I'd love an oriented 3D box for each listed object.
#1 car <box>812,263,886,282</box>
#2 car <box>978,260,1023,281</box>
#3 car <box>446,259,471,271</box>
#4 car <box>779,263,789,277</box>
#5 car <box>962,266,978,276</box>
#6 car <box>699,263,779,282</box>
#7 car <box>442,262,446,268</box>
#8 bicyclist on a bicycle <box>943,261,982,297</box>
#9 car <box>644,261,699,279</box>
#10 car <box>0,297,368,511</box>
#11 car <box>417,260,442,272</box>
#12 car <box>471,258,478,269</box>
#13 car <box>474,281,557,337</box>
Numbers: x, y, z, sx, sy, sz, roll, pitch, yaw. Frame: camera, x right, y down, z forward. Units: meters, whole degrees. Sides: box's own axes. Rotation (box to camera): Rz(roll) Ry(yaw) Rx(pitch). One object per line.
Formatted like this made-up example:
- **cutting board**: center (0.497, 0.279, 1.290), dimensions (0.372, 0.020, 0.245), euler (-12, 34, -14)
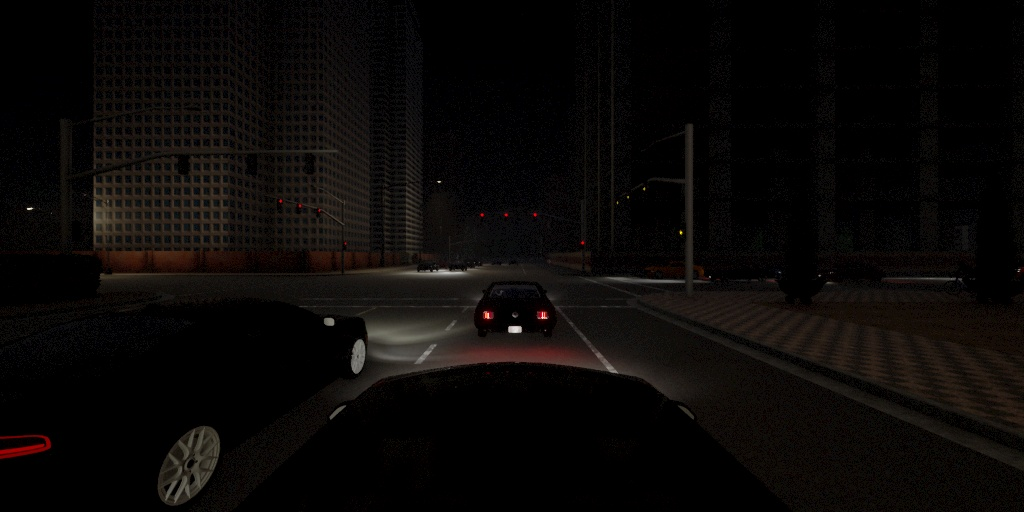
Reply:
- **car**: center (26.691, 1.276, 28.364), dimensions (4.674, 1.442, 1.812), euler (0, 0, 0)
- **car**: center (40.566, 1.102, 28.257), dimensions (4.553, 1.767, 2.097), euler (0, 0, 1)
- **car**: center (-7.223, 1.351, 48.465), dimensions (1.895, 1.301, 4.718), euler (0, 0, 1)
- **car**: center (24.149, 1.297, 31.890), dimensions (5.357, 1.411, 2.033), euler (0, 0, 0)
- **car**: center (42.986, 1.243, 31.731), dimensions (4.902, 1.511, 2.128), euler (0, 0, 1)
- **car**: center (17.909, 1.351, 28.430), dimensions (4.718, 1.301, 1.895), euler (0, 0, 0)
- **car**: center (-10.618, 1.351, 55.457), dimensions (1.895, 1.301, 4.718), euler (0, 0, 1)
- **bicyclist on a bicycle**: center (20.758, 1.051, 16.429), dimensions (0.582, 1.620, 1.656), euler (0, 0, 0)
- **car**: center (14.338, 1.228, 31.954), dimensions (5.008, 1.535, 1.882), euler (0, 0, 0)
- **car**: center (-3.452, 1.228, 4.278), dimensions (1.882, 1.535, 5.008), euler (0, 0, 1)
- **car**: center (-10.755, 1.228, 46.115), dimensions (1.882, 1.535, 5.008), euler (0, 0, 1)
- **car**: center (-7.075, 1.255, 57.681), dimensions (1.837, 1.490, 4.892), euler (0, 0, 1)
- **car**: center (0.074, 1.351, 10.227), dimensions (1.895, 1.301, 4.718), euler (0, 0, 0)
